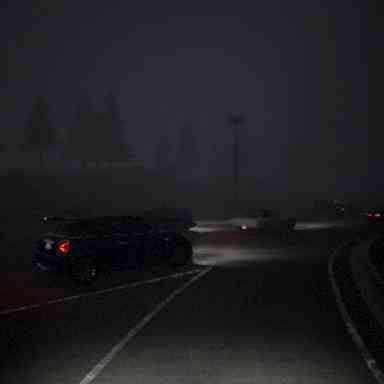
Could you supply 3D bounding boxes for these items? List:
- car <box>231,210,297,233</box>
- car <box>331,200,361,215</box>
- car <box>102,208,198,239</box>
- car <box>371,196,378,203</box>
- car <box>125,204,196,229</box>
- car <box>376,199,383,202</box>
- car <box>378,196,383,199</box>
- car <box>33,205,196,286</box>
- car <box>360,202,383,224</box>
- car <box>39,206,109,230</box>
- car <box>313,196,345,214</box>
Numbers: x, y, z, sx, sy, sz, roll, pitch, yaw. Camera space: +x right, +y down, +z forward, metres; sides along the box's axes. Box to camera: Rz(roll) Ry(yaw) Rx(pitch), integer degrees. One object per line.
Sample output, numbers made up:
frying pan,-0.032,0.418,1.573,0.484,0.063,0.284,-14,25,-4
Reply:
car,4.667,1.787,20.985,4.718,1.301,1.895,1,-1,-43
car,18.246,1.918,38.287,4.181,1.385,1.994,1,-1,-43
car,-2.266,1.708,19.351,5.357,1.411,2.033,1,-1,-43
car,37.071,1.839,65.330,5.566,2.045,2.150,1,-1,-43
car,-2.161,1.680,24.211,5.008,1.535,1.882,0,-1,-43
car,23.150,1.838,38.052,5.008,1.535,1.882,0,-1,-43
car,35.081,1.906,58.594,4.553,1.767,2.097,1,-1,-43
car,-2.118,1.432,9.962,4.553,1.767,2.097,1,-1,-43
car,15.625,1.796,26.339,5.357,1.411,2.033,1,-1,-43
car,-8.226,1.749,23.375,4.181,1.385,1.994,1,-1,-43
car,17.175,1.737,42.064,4.553,1.767,2.097,1,-1,-43
